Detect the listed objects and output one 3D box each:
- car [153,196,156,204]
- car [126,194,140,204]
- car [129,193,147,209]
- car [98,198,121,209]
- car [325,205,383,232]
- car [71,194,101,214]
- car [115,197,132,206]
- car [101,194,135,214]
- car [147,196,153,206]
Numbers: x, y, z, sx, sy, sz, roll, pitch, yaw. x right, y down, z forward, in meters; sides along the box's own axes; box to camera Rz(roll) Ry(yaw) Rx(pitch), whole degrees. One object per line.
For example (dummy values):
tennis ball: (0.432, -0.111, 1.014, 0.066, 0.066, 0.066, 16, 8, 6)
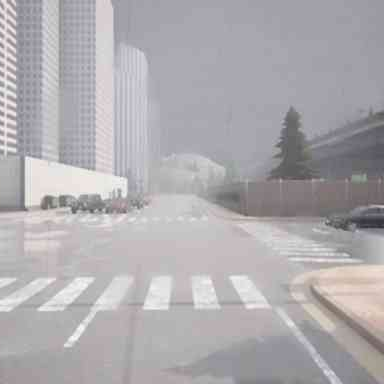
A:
car: (-8.072, 1.464, 64.754, 1.882, 1.535, 5.008, 0, 0, -1)
car: (-11.598, 1.338, 65.593, 2.097, 1.767, 4.553, 0, 0, -1)
car: (-7.828, 1.212, 44.650, 2.150, 2.045, 5.566, 0, 0, -1)
car: (-11.346, 1.538, 46.104, 2.033, 1.411, 5.357, 0, 0, -1)
car: (10.481, 1.557, 19.817, 4.892, 1.490, 1.837, 0, 0, -2)
car: (-11.180, 1.214, 35.861, 2.150, 2.045, 5.566, 0, 0, -1)
car: (-11.467, 1.589, 55.676, 1.895, 1.301, 4.718, 0, 0, 0)
car: (-7.665, 1.345, 35.074, 2.097, 1.767, 4.553, 0, 0, -1)
car: (-7.961, 1.514, 54.412, 1.812, 1.442, 4.674, 0, 0, -1)
